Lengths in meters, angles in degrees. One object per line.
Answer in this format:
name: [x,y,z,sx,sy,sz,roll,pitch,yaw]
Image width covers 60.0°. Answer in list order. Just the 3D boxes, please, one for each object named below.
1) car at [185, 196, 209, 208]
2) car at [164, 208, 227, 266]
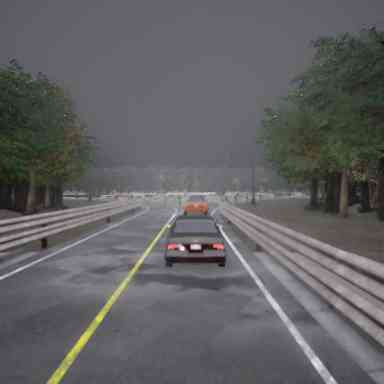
car: [0.518,1.187,31.063,2.097,1.767,4.553,0,0,4]
car: [0.097,1.488,11.284,2.033,1.411,5.357,0,0,0]
